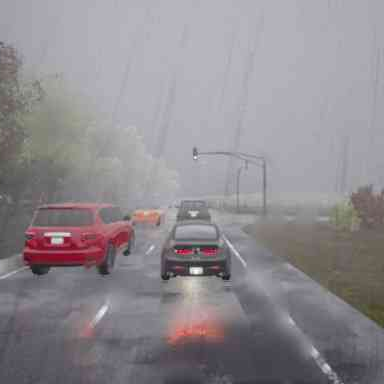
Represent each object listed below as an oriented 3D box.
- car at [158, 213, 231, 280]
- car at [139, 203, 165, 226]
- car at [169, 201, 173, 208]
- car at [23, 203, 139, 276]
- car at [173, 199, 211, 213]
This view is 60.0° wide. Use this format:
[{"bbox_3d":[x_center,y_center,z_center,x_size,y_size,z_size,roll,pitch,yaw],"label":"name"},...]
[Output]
[{"bbox_3d":[0.103,1.641,10.323,1.837,1.490,4.892,0,-1,0],"label":"car"},{"bbox_3d":[-3.397,1.696,26.690,2.097,1.767,4.553,0,-1,0],"label":"car"},{"bbox_3d":[-3.395,2.348,62.852,2.033,1.411,5.357,0,-1,0],"label":"car"},{"bbox_3d":[-3.391,1.365,11.058,2.150,2.045,5.566,0,-1,0],"label":"car"},{"bbox_3d":[0.103,1.512,22.475,2.150,2.045,5.566,0,-1,0],"label":"car"}]
